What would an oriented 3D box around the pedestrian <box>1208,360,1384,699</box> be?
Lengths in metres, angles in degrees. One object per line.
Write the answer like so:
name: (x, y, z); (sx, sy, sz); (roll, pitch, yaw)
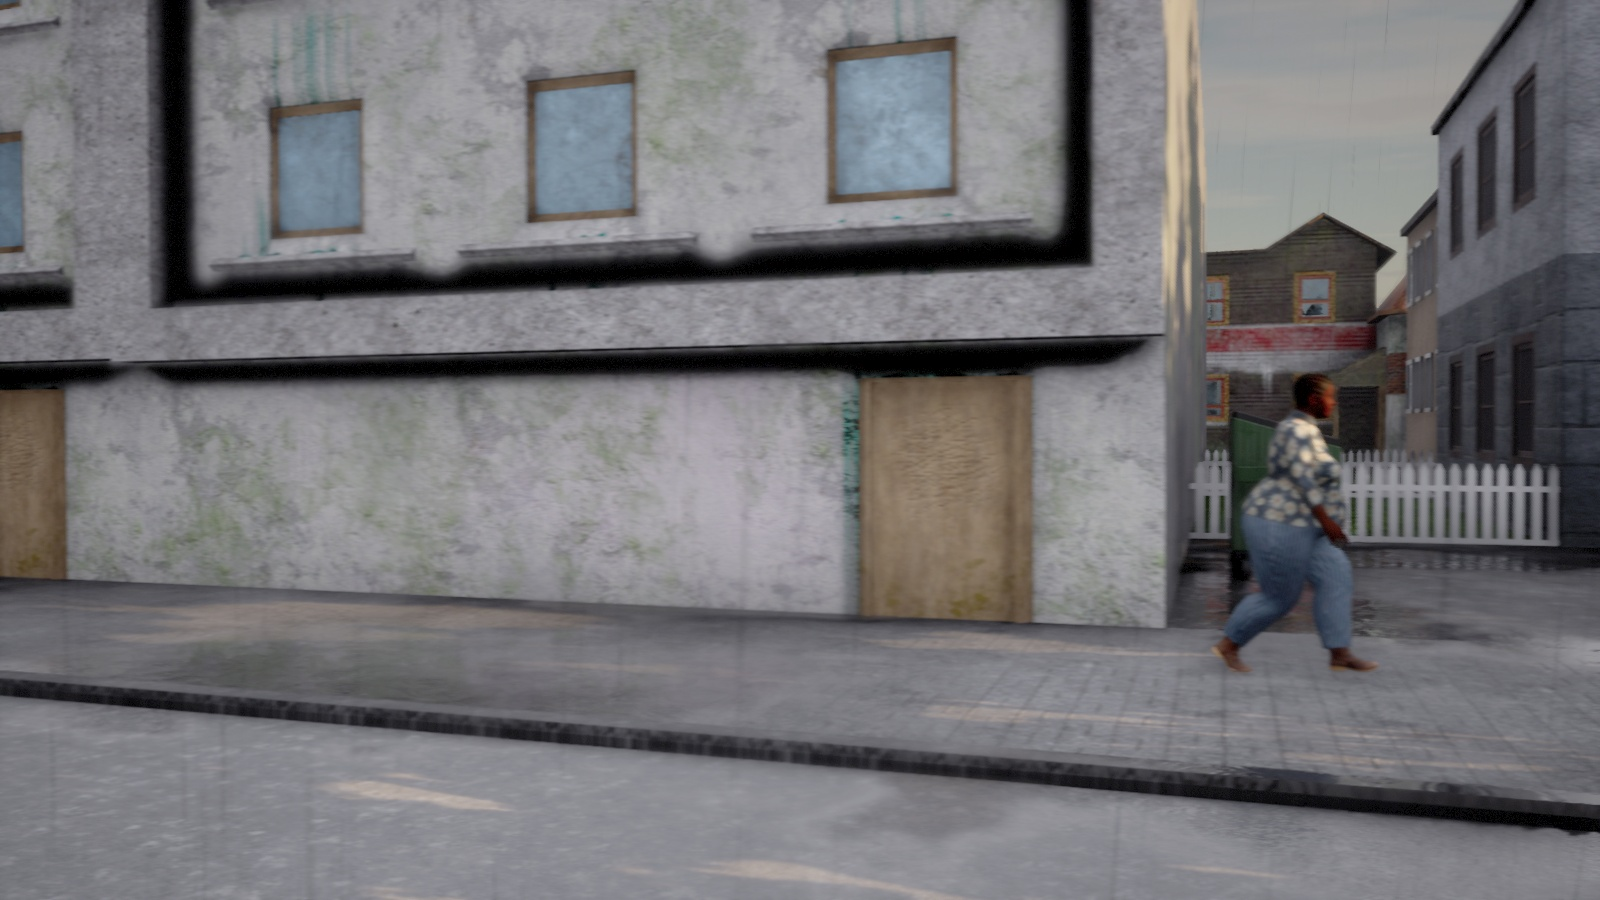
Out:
pedestrian: (2.954, 0.428, 7.449); (0.900, 1.855, 0.874); (1, 1, 25)
